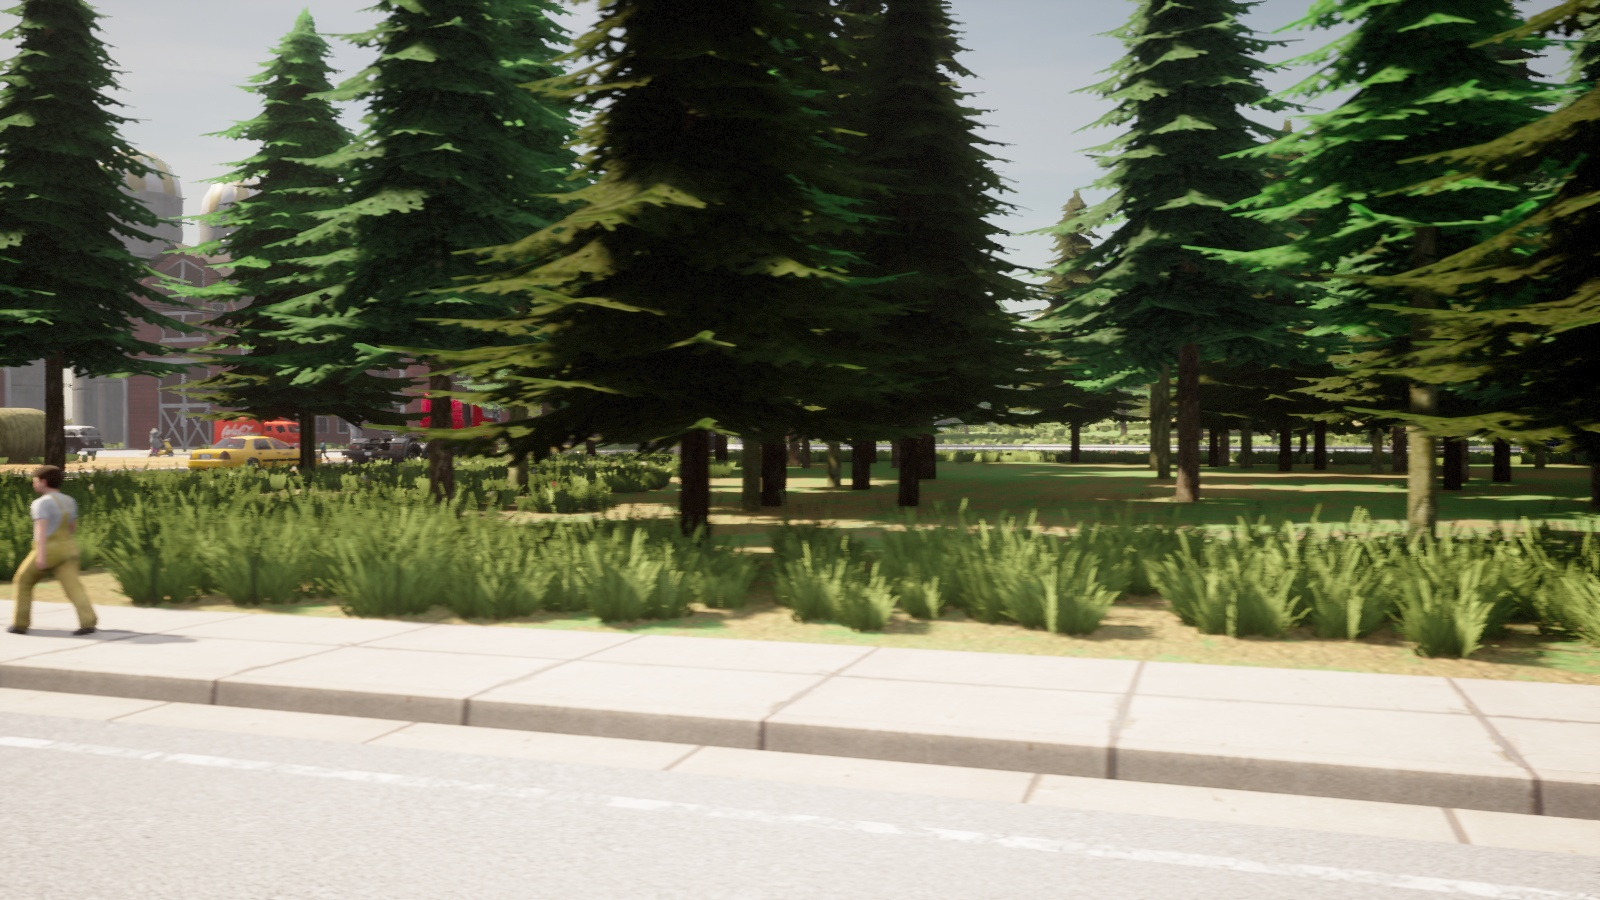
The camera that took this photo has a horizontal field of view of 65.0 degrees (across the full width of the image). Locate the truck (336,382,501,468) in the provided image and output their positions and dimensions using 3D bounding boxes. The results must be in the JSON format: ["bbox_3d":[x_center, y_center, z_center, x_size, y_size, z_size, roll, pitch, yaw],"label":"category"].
[{"bbox_3d":[-16.438,-1.070,54.806,2.891,3.462,7.936,1,1,18],"label":"truck"}]

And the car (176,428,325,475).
[{"bbox_3d":[-19.555,-0.003,44.968,1.801,1.575,5.366,1,1,17],"label":"car"}]

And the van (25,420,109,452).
[{"bbox_3d":[-46.525,-0.904,79.701,4.480,2.038,2.069,0,1,17],"label":"van"}]

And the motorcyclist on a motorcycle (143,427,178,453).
[{"bbox_3d":[-39.512,-0.614,77.628,1.817,1.590,0.866,0,1,16],"label":"motorcyclist on a motorcycle"}]

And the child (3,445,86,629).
[{"bbox_3d":[-5.309,0.596,8.824,0.437,1.263,0.270,0,1,17],"label":"child"}]

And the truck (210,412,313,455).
[{"bbox_3d":[-32.355,-0.997,75.500,5.204,2.467,2.627,0,1,17],"label":"truck"}]

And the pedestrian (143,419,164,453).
[{"bbox_3d":[-37.015,-0.804,71.902,0.659,1.952,0.873,1,1,18],"label":"pedestrian"}]
